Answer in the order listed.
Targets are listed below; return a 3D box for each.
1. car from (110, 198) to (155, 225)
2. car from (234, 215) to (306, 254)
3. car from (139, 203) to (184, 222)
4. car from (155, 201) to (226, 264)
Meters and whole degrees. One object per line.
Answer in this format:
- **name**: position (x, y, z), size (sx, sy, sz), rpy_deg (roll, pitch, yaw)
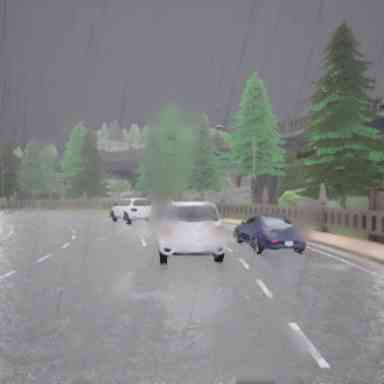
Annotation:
- **car**: position (-4.981, 1.521, 27.527), size (2.150, 2.045, 5.566), rpy_deg (0, 0, -32)
- **car**: position (3.169, 1.677, 14.097), size (1.812, 1.442, 4.674), rpy_deg (0, 0, -7)
- **car**: position (-2.910, 1.806, 30.624), size (1.882, 1.535, 5.008), rpy_deg (1, -1, -35)
- **car**: position (-0.148, 1.362, 12.653), size (2.150, 2.045, 5.566), rpy_deg (0, 0, -4)
